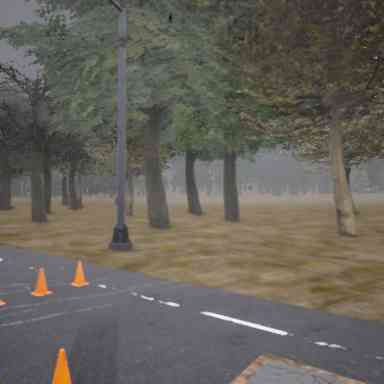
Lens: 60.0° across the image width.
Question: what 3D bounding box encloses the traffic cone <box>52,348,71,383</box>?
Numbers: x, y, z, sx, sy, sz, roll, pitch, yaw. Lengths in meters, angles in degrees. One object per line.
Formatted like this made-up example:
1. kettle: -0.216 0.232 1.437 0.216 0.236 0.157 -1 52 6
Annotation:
1. traffic cone: -1.405 1.986 3.582 0.340 0.580 0.340 0 -1 37

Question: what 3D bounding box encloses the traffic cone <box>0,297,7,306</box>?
1. traffic cone: -4.021 2.001 6.768 0.340 0.580 0.340 0 -1 37

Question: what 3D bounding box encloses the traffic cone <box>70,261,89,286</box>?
1. traffic cone: -2.830 2.025 8.372 0.340 0.580 0.340 0 -1 37

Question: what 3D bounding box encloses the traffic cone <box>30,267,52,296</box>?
1. traffic cone: -3.426 2.013 7.571 0.340 0.580 0.340 0 -1 37
